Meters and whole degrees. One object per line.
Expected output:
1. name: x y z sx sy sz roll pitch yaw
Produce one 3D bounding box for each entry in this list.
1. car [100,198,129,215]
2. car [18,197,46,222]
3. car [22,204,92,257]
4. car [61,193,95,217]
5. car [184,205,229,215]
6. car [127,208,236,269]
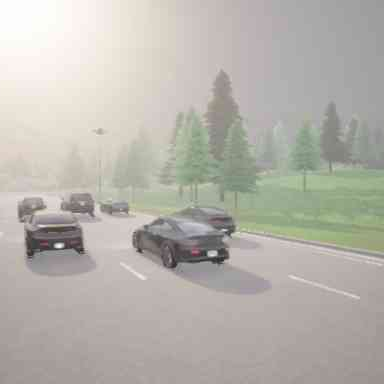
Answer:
1. car: -7.393 1.340 31.528 2.128 1.511 4.902 0 0 -28
2. car: -13.456 1.191 28.018 2.097 1.767 4.553 0 0 -28
3. car: -5.363 1.435 12.752 1.837 1.490 4.892 0 1 -28
4. car: -10.028 1.070 29.028 2.150 2.045 5.566 0 0 -28
5. car: 0.328 1.442 16.966 1.837 1.490 4.892 0 1 -28
6. car: -0.512 1.480 11.051 1.812 1.442 4.674 0 1 -28
